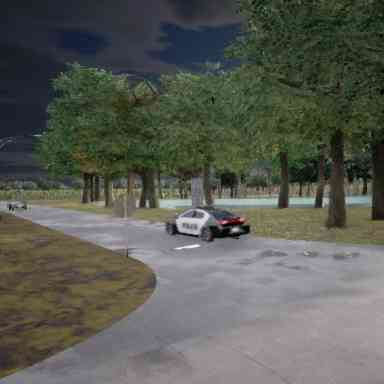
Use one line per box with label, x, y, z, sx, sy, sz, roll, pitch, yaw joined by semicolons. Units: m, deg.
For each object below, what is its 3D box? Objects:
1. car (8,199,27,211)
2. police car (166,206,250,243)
car;-24.221;1.736;46.121;2.128;1.511;4.902;-3;1;-36
police car;0.482;1.486;16.389;2.038;1.542;4.974;-3;1;-36
